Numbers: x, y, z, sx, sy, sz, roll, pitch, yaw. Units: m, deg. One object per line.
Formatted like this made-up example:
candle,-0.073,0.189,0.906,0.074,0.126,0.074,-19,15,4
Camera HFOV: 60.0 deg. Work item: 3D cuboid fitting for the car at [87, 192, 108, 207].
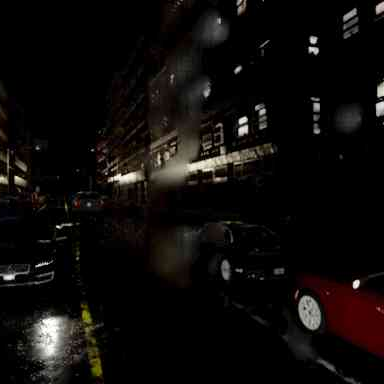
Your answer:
car,-12.932,0.974,45.272,2.192,1.841,5.009,1,0,-21

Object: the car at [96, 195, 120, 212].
car,-8.895,1.162,34.974,1.967,1.590,4.097,1,0,-21

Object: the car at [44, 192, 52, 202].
car,-28.267,0.924,63.115,2.192,1.841,5.009,1,0,-21

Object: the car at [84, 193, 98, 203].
car,-16.935,1.043,55.586,1.967,1.590,4.097,1,0,-21

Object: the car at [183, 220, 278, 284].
car,1.094,1.456,9.188,2.008,1.369,4.403,1,0,-21

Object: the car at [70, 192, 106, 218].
car,-8.779,1.001,27.732,2.150,2.045,5.566,0,0,-21

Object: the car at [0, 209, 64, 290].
car,-4.519,1.434,8.922,1.837,1.490,4.892,0,1,-21

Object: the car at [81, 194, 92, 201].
car,-20.936,1.136,65.900,1.802,1.307,4.206,1,0,-21

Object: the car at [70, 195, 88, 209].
car,-14.200,1.169,41.714,1.882,1.535,5.008,0,1,-21

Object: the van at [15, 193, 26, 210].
van,-12.271,1.187,21.866,1.690,1.788,3.998,1,0,-21

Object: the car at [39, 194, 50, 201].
car,-30.272,1.133,68.272,1.887,1.381,4.507,1,0,-21

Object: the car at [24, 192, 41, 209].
car,-16.269,1.093,32.178,2.192,1.841,5.009,1,0,-21

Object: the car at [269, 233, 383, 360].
car,3.094,1.492,4.031,1.887,1.381,4.507,1,0,-21

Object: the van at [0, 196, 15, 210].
van,-10.270,1.222,16.709,1.690,1.788,3.998,1,0,-21

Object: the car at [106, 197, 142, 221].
car,-4.905,1.334,24.658,1.887,1.381,4.507,1,0,-21

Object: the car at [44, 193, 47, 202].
car,-22.273,1.251,47.648,1.947,1.339,4.313,1,0,-21

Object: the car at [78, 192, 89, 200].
car,-24.933,0.828,76.215,2.192,1.841,5.009,1,0,-21

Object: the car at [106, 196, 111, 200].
car,-6.904,1.300,29.813,1.887,1.381,4.507,1,0,-21

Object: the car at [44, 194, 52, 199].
car,-36.272,1.118,83.743,1.802,1.307,4.206,1,0,-21

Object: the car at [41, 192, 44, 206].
car,-18.268,1.060,37.334,2.192,1.841,5.009,1,0,-21
